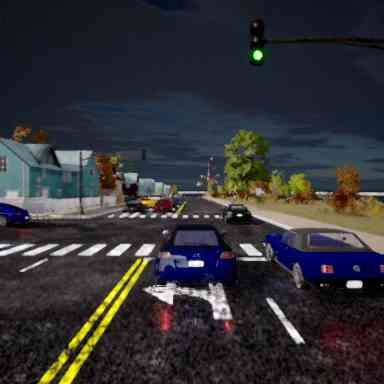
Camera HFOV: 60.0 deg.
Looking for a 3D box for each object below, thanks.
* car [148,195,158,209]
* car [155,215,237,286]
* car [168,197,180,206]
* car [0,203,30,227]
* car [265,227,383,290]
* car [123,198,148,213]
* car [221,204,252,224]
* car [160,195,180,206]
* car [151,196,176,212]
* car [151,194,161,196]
[{"bbox_3d":[-6.569,1.584,48.532,1.882,1.535,5.008,0,0,0],"label":"car"},{"bbox_3d":[0.100,1.579,9.442,1.994,1.385,4.181,0,0,0],"label":"car"},{"bbox_3d":[-3.245,1.618,59.695,1.882,1.535,5.008,0,0,0],"label":"car"},{"bbox_3d":[-12.642,1.366,20.793,4.674,1.442,1.812,2,-1,-1],"label":"car"},{"bbox_3d":[3.351,1.615,9.061,1.895,1.301,4.718,0,0,0],"label":"car"},{"bbox_3d":[-6.588,1.643,38.294,1.994,1.385,4.181,0,0,0],"label":"car"},{"bbox_3d":[3.352,1.610,25.444,1.994,1.385,4.181,0,0,0],"label":"car"},{"bbox_3d":[-3.318,1.600,49.329,2.128,1.511,4.902,0,0,0],"label":"car"},{"bbox_3d":[-3.332,1.559,39.411,1.882,1.535,5.008,0,0,1],"label":"car"},{"bbox_3d":[-6.495,1.360,59.165,2.150,2.045,5.566,0,0,0],"label":"car"}]
